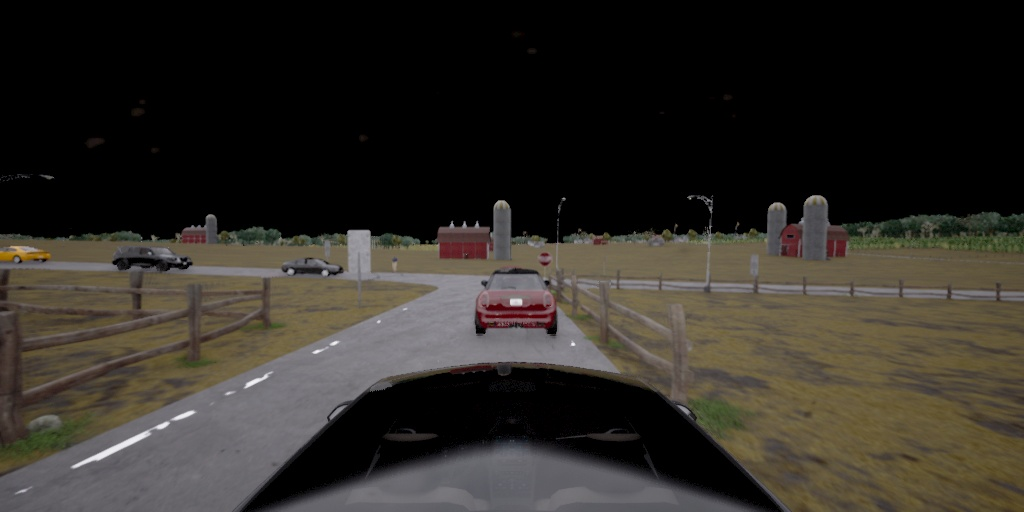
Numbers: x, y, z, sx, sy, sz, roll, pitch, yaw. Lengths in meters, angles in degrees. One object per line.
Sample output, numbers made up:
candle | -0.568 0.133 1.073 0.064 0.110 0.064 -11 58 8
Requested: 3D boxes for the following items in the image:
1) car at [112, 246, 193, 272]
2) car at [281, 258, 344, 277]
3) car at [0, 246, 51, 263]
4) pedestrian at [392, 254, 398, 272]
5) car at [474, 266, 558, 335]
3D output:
car | -30.811 0.207 30.790 5.566 2.045 2.150 2 2 0
car | -17.015 0.948 30.735 4.892 1.490 1.837 2 2 0
car | -46.745 -0.165 33.766 5.008 1.535 1.882 2 2 1
pedestrian | -12.012 0.718 36.662 0.375 1.860 0.375 0 0 0
car | 0.104 1.145 10.813 2.097 1.767 4.553 0 0 0
